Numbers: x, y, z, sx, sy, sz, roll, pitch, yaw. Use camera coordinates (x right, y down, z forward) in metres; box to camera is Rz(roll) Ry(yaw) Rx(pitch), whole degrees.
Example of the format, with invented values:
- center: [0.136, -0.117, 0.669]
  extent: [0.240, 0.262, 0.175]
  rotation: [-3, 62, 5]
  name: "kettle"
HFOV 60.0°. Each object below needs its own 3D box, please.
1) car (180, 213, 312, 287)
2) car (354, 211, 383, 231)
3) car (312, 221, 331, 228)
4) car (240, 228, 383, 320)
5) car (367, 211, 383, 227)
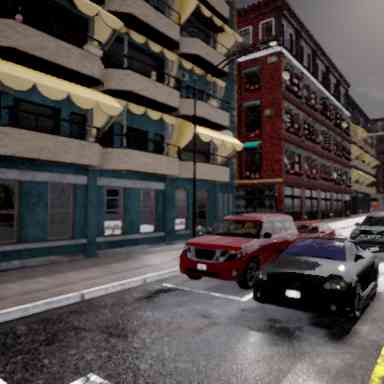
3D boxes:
- center: [1.772, 1.631, 10.393]
  extent: [2.192, 1.841, 5.009]
  rotation: [-1, -2, 37]
  name: "car"
- center: [8.864, 1.810, 15.482]
  extent: [2.097, 1.767, 4.553]
  rotation: [-2, -2, 37]
  name: "car"
- center: [5.135, 1.998, 14.826]
  extent: [1.887, 1.381, 4.507]
  rotation: [-1, -2, 37]
  name: "car"
- center: [3.105, 1.787, 7.882]
  extent: [1.994, 1.385, 4.181]
  rotation: [-2, -2, 37]
  name: "car"
- center: [18.593, 2.570, 32.578]
  extent: [1.947, 1.339, 4.313]
  rotation: [-1, -2, 37]
  name: "car"
